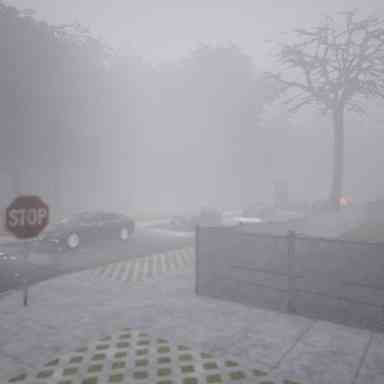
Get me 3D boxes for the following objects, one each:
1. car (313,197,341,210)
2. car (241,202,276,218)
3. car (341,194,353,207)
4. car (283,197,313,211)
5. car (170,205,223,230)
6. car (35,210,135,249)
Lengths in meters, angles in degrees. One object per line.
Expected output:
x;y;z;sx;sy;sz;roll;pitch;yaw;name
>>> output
15.532;1.383;39.086;2.128;1.511;4.902;1;2;36;car
6.270;1.597;31.155;1.994;1.385;4.181;1;1;36;car
21.557;1.078;47.528;2.097;1.767;4.553;1;2;36;car
12.435;1.347;39.663;1.882;1.535;5.008;1;2;36;car
0.433;1.663;23.050;1.812;1.442;4.674;1;1;36;car
-4.851;1.660;15.713;1.837;1.490;4.892;1;1;36;car
